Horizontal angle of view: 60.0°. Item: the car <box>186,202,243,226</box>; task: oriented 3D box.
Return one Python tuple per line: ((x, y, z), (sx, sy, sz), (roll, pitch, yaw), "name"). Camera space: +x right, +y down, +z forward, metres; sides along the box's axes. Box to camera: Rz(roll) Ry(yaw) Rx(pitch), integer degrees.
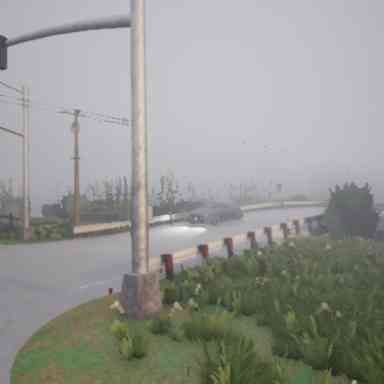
((1.527, 1.324, 21.454), (1.994, 1.385, 4.181), (-1, 2, 41), "car")
